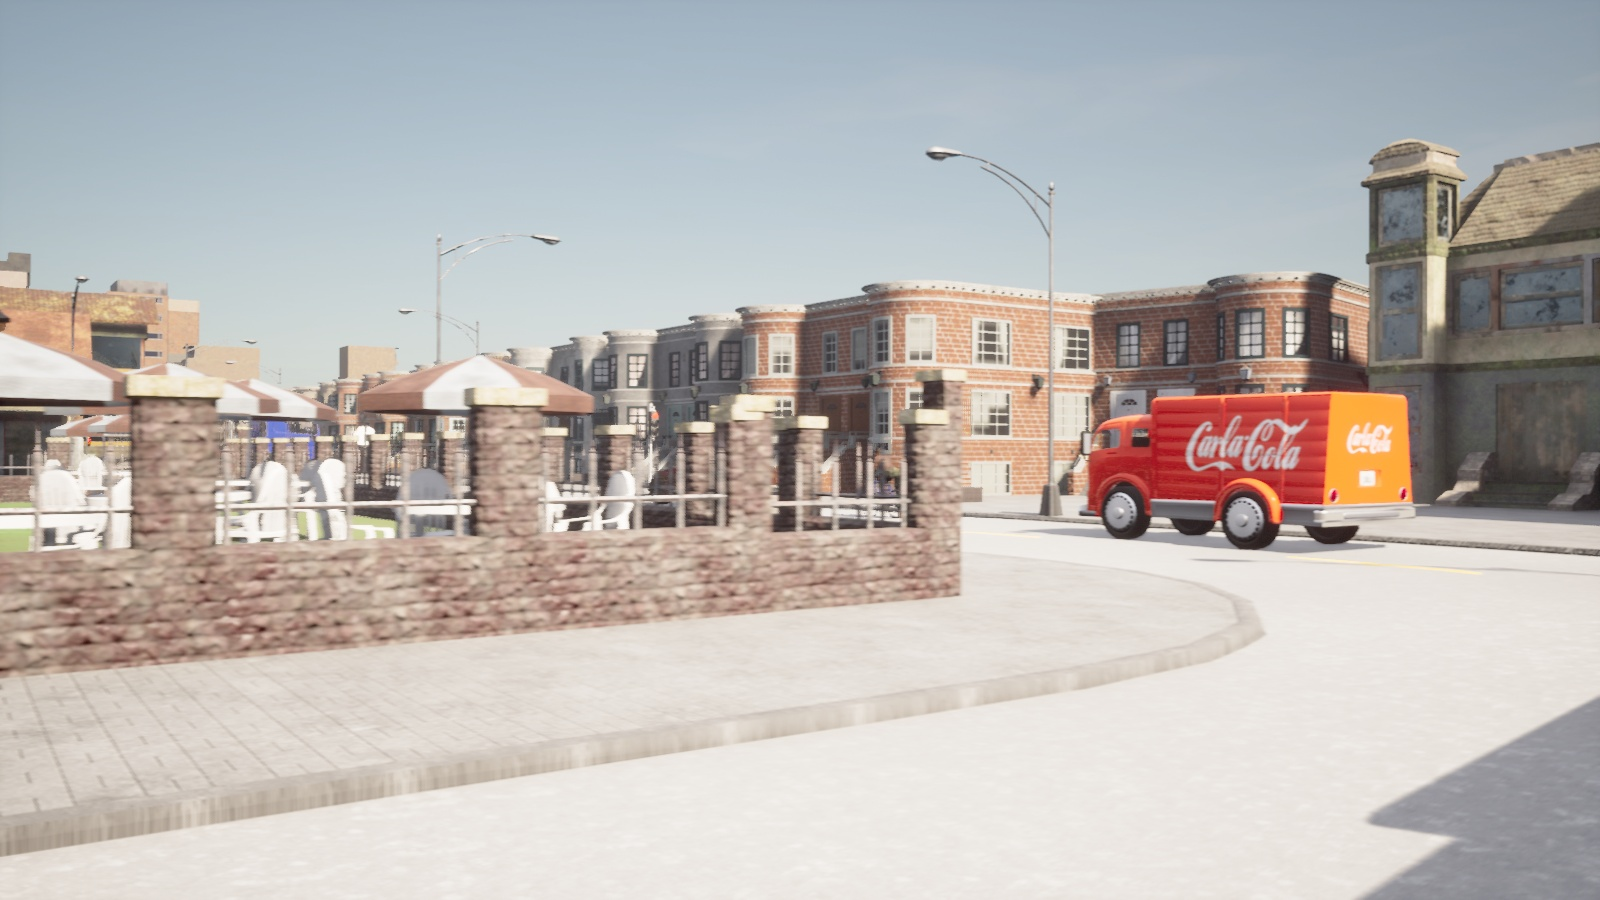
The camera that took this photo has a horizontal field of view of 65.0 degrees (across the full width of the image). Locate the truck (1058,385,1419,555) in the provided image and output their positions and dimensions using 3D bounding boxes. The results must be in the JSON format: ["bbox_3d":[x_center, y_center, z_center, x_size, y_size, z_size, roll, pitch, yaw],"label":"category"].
[{"bbox_3d":[7.186,0.295,21.167,2.627,2.467,5.204,0,0,-34],"label":"truck"}]

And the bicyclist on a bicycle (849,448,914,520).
[{"bbox_3d":[1.853,0.764,28.805,0.582,1.620,1.656,0,0,-35],"label":"bicyclist on a bicycle"}]

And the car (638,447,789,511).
[{"bbox_3d":[-2.499,0.766,35.069,2.033,1.649,4.856,0,0,-35],"label":"car"}]

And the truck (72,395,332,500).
[{"bbox_3d":[-21.207,-0.083,44.780,7.936,3.462,2.891,0,0,-38],"label":"truck"}]

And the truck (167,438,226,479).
[{"bbox_3d":[-38.346,0.535,79.722,2.627,2.467,5.204,0,0,-35],"label":"truck"}]
